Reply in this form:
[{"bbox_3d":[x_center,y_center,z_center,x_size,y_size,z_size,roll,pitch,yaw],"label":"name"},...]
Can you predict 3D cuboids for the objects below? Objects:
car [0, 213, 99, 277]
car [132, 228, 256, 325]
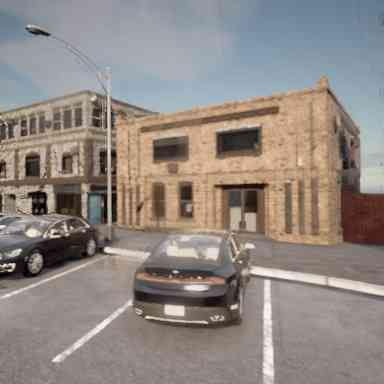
[{"bbox_3d":[-4.691,1.493,10.468,2.231,1.521,4.892,1,-1,12],"label":"car"},{"bbox_3d":[0.255,1.530,7.320,2.231,1.521,4.892,0,-1,12],"label":"car"}]
